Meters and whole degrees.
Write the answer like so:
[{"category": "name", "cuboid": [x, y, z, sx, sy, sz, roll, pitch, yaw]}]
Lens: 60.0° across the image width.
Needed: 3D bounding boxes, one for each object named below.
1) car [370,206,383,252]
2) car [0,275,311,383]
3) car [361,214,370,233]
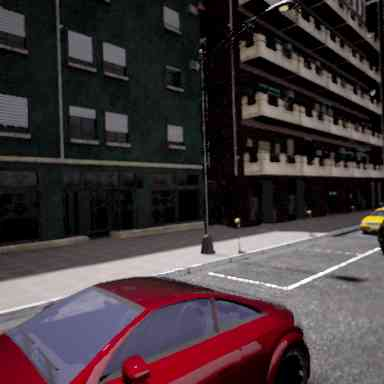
[{"category": "car", "cuboid": [9.006, 1.144, 12.804, 2.150, 2.045, 5.566, -2, 0, 44]}, {"category": "car", "cuboid": [-0.651, 1.637, 3.232, 4.181, 1.385, 1.994, -1, -1, -41]}, {"category": "car", "cuboid": [10.867, 1.464, 18.502, 1.752, 1.417, 4.829, -3, -1, 44]}]
